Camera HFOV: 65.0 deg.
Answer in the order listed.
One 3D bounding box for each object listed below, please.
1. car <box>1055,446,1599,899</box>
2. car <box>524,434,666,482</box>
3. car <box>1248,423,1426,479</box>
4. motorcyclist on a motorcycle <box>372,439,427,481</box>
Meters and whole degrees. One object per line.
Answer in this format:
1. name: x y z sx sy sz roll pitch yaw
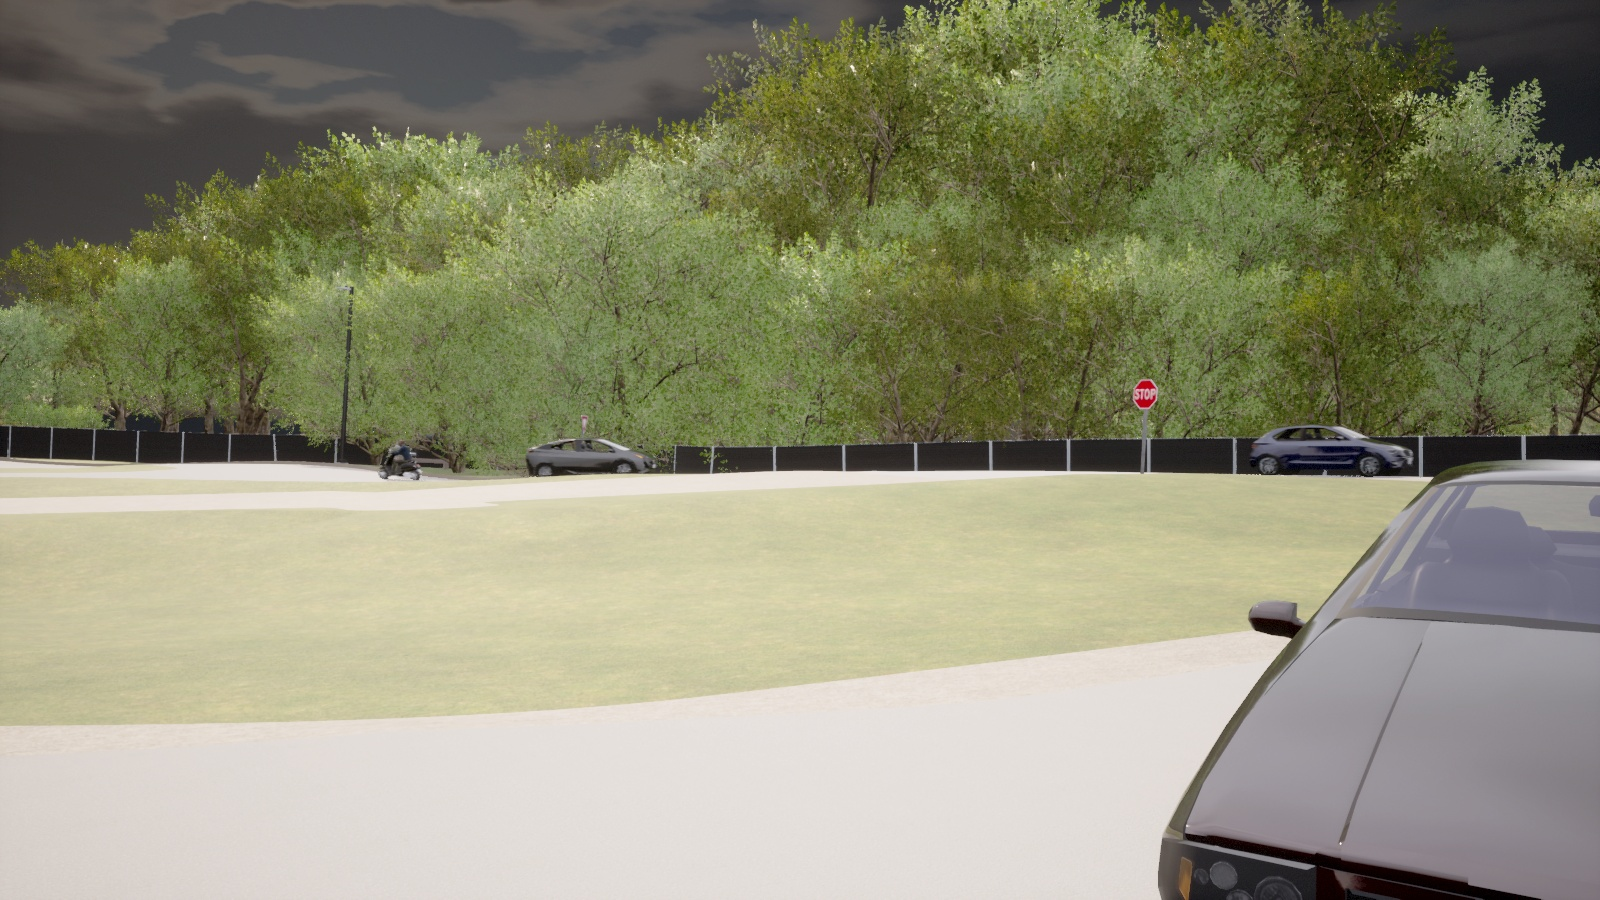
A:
1. car: 2.825 0.751 4.233 2.033 1.411 5.357 2 2 33
2. car: -7.188 0.278 44.196 4.514 1.525 2.007 -2 0 7
3. car: 14.972 0.048 35.137 4.193 1.474 1.816 0 0 42
4. motorcyclist on a motorcycle: -15.631 0.379 49.007 1.817 1.590 0.866 2 0 10
